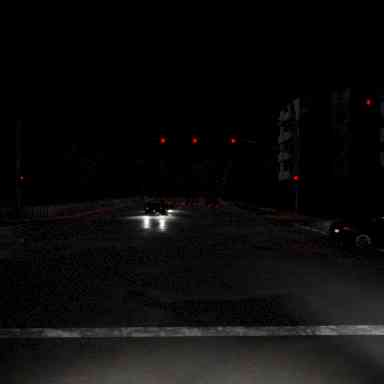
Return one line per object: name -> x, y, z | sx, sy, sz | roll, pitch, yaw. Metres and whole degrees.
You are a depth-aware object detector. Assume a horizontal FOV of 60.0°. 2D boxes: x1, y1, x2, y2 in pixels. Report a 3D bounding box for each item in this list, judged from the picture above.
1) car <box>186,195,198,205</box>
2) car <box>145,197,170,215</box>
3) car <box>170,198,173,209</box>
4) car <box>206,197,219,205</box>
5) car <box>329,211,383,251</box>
car -> -0.009, 1.352, 58.091 | 2.097, 1.767, 4.553 | 0, 0, 0
car -> -3.588, 1.526, 33.930 | 1.812, 1.442, 4.674 | 0, 0, 0
car -> -3.582, 1.478, 44.405 | 1.882, 1.535, 5.008 | 0, 0, 0
car -> 3.491, 1.526, 58.136 | 1.812, 1.442, 4.674 | 0, 0, 0
car -> 7.922, 1.564, 13.714 | 4.181, 1.385, 1.994 | 0, 0, -2
